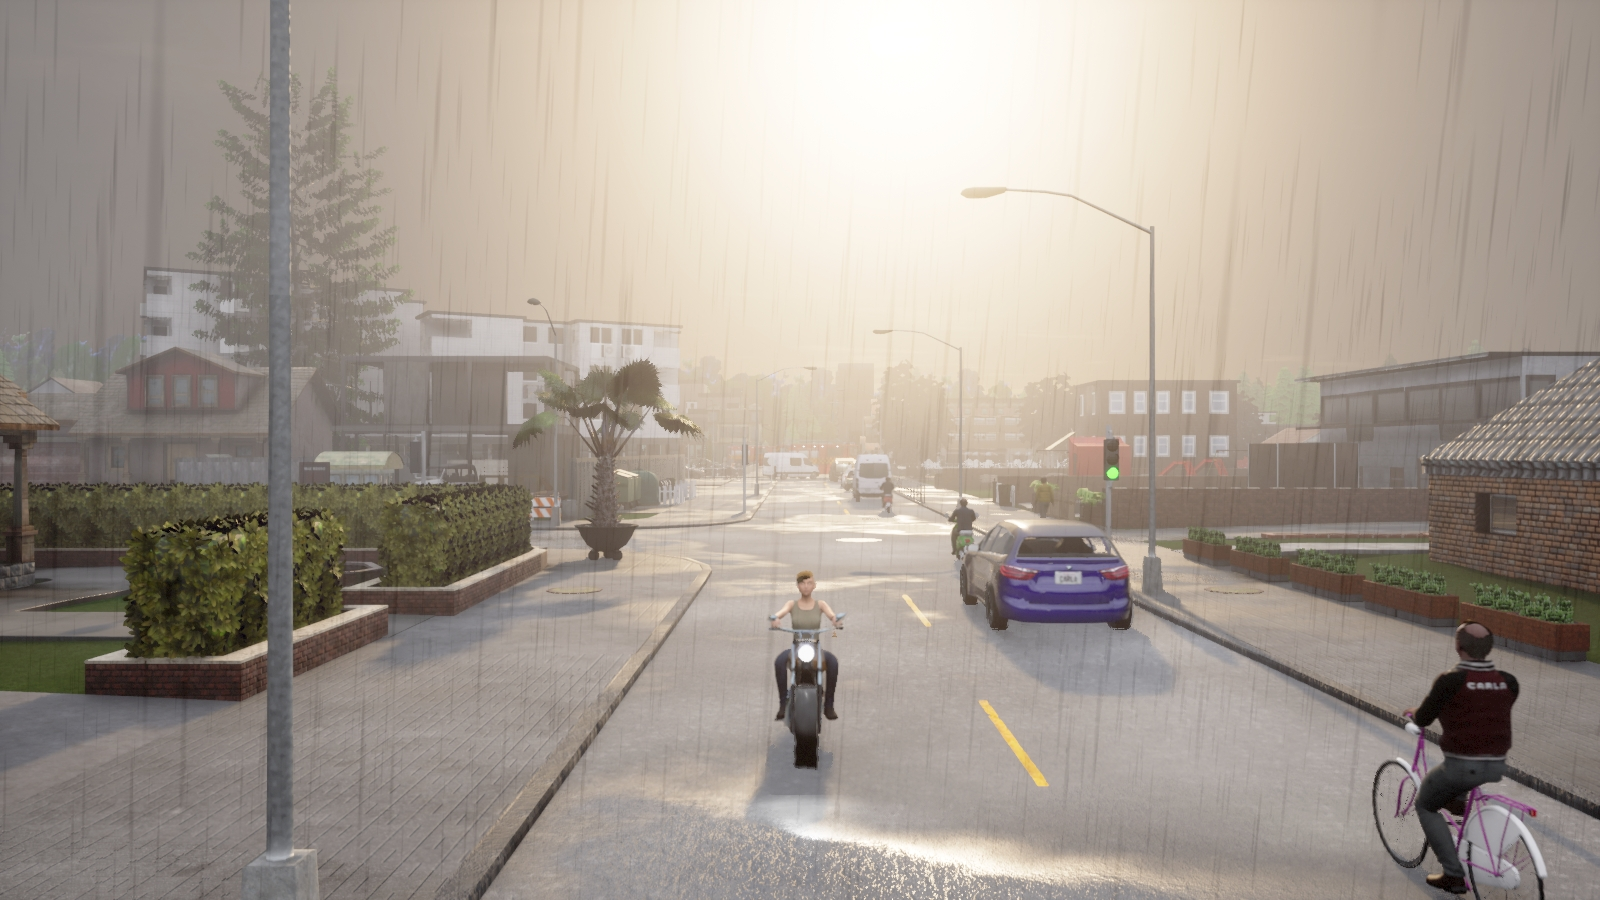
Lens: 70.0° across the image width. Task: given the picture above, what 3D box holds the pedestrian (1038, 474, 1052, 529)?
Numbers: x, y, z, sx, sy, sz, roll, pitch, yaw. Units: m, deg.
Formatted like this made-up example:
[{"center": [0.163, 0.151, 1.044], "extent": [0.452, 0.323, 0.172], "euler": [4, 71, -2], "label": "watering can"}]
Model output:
[{"center": [8.372, 1.744, 39.056], "extent": [0.375, 1.860, 0.375], "euler": [0, 0, -4], "label": "pedestrian"}]

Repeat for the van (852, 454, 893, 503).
[{"center": [3.995, 1.534, 64.041], "extent": [1.988, 2.561, 5.915], "euler": [0, 0, 1], "label": "van"}]

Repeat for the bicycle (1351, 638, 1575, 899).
[{"center": [4.047, 2.060, 7.133], "extent": [0.329, 1.471, 1.835], "euler": [0, 0, 0], "label": "bicycle"}]

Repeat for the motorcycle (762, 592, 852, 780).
[{"center": [0.067, 2.154, 10.892], "extent": [0.764, 1.307, 2.356], "euler": [0, 0, 0], "label": "motorcycle"}]

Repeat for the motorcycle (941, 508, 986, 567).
[{"center": [4.027, 2.142, 28.270], "extent": [0.856, 1.316, 1.805], "euler": [0, 0, 0], "label": "motorcycle"}]

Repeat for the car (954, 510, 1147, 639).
[{"center": [4.027, 1.968, 19.279], "extent": [2.242, 1.667, 4.611], "euler": [0, 0, 0], "label": "car"}]
